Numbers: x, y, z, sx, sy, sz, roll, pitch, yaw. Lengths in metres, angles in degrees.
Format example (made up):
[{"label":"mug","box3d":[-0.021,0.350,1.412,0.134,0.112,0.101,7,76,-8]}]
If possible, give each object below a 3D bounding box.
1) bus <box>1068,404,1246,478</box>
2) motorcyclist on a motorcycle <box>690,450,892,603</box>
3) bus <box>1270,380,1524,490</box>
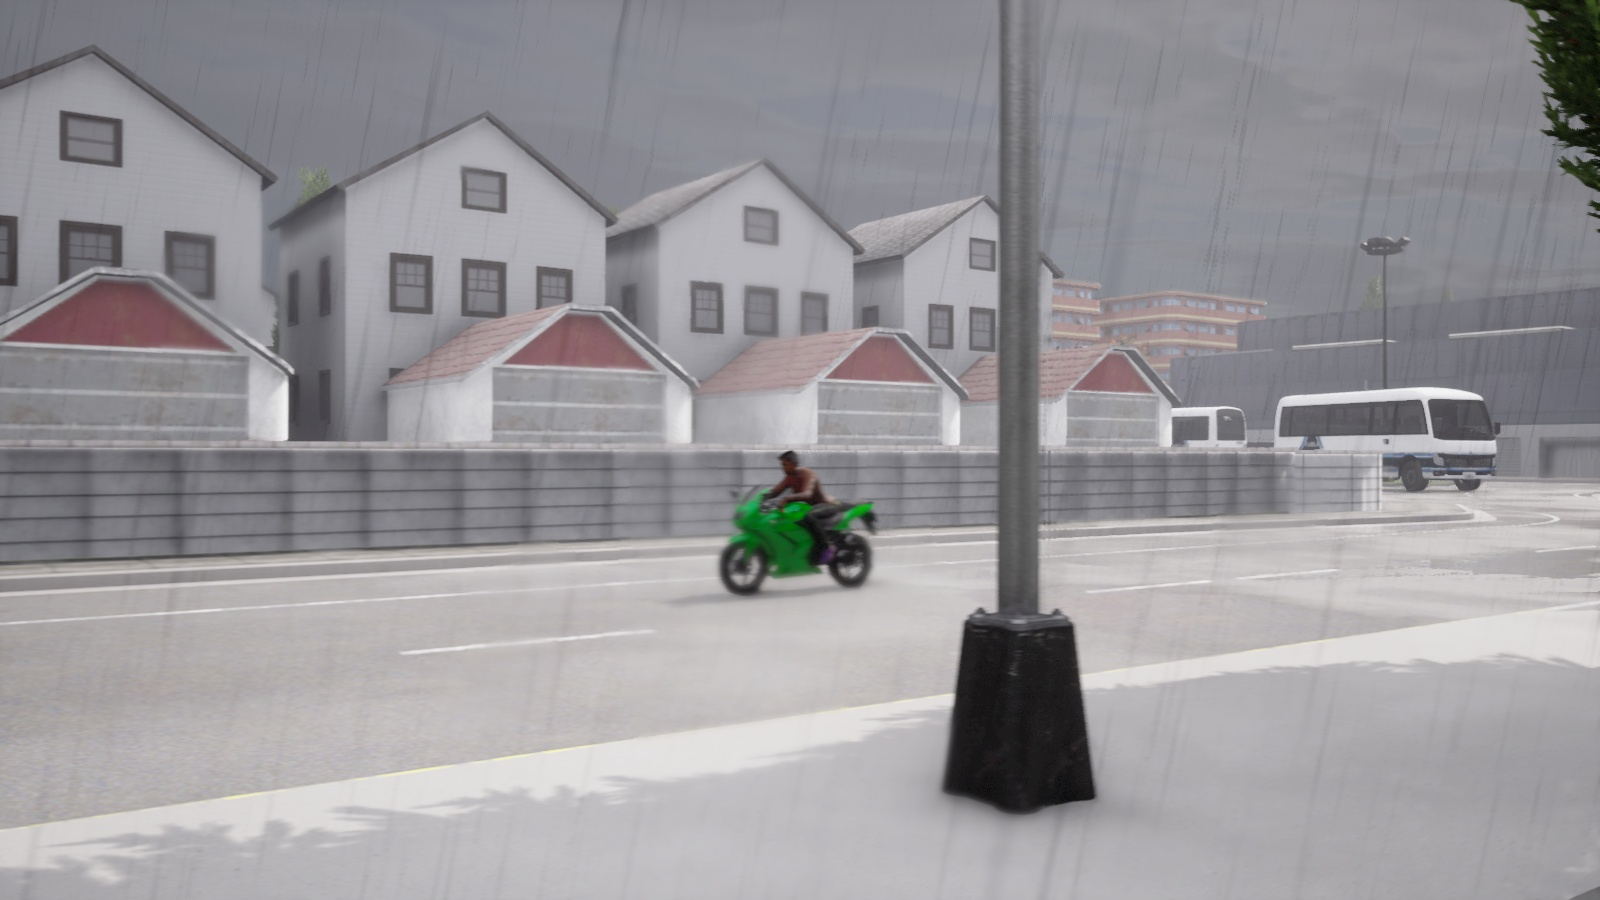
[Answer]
[{"label":"bus","box3d":[21.788,-0.488,77.370,3.944,4.253,10.273,0,0,-36]},{"label":"motorcyclist on a motorcycle","box3d":[-0.075,0.760,13.354,2.044,1.523,0.797,0,0,-35]},{"label":"bus","box3d":[25.089,-0.553,53.690,3.944,4.253,10.273,0,0,-17]}]
